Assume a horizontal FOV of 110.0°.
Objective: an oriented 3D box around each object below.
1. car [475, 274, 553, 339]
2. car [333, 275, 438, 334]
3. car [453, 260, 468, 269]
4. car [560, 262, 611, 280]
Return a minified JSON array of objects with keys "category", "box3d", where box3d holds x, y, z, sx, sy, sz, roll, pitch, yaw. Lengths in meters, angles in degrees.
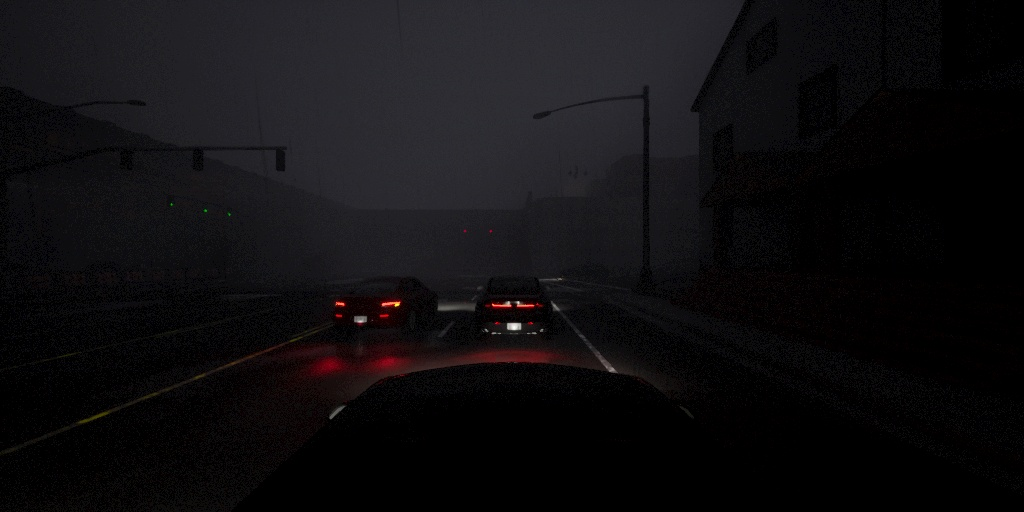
[{"category":"car","box3d":[0.043,1.255,10.068,1.837,1.490,4.892,0,0,0]},{"category":"car","box3d":[-3.453,1.276,10.483,1.812,1.442,4.674,0,0,0]},{"category":"car","box3d":[-8.046,1.314,56.042,1.994,1.385,4.181,0,0,-2]},{"category":"car","box3d":[6.184,1.234,30.467,4.181,1.385,1.994,-4,0,1]}]
